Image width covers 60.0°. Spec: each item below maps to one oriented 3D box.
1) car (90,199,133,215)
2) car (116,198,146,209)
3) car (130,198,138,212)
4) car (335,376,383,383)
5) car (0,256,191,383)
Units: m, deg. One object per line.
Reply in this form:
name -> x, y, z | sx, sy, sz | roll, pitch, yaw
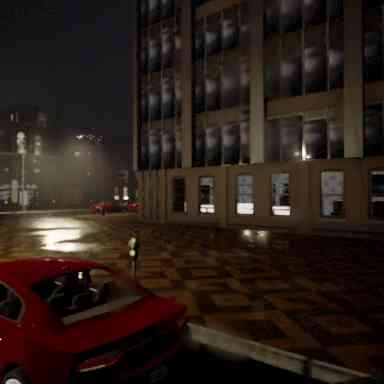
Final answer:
car -> -8.674, 1.679, 34.804 | 1.802, 1.307, 4.206 | -1, -1, 36
car -> -8.883, 1.638, 48.710 | 1.967, 1.590, 4.097 | -1, -1, 36
car -> -5.420, 1.565, 39.282 | 1.967, 1.590, 4.097 | -1, -1, 36
car -> 2.519, 1.551, 1.083 | 4.403, 1.369, 2.008 | 0, 0, 36
car -> -2.115, 1.545, 4.388 | 4.507, 1.381, 1.887 | 0, 0, 36
